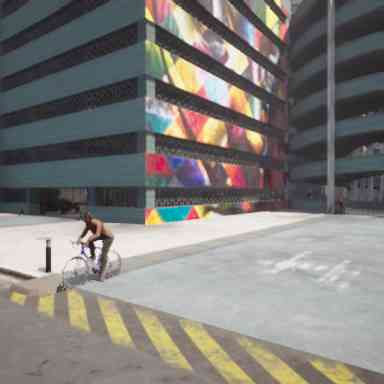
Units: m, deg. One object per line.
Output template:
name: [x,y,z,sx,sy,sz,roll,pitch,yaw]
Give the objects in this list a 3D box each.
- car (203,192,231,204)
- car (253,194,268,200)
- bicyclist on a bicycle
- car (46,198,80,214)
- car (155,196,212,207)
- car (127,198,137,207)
car: [4.148,0.973,57.739,5.566,2.045,2.435,0,0,36]
car: [18.588,1.412,90.390,4.892,1.521,2.231,0,0,36]
bicyclist on a bicycle: [-2.264,1.288,7.667,0.582,1.620,1.656,0,0,36]
car: [-13.255,1.356,33.178,4.786,1.482,2.161,0,0,36]
car: [-0.973,1.287,29.316,4.674,1.452,2.002,0,0,36]
car: [-6.082,1.407,42.304,4.718,1.301,1.895,0,0,36]
